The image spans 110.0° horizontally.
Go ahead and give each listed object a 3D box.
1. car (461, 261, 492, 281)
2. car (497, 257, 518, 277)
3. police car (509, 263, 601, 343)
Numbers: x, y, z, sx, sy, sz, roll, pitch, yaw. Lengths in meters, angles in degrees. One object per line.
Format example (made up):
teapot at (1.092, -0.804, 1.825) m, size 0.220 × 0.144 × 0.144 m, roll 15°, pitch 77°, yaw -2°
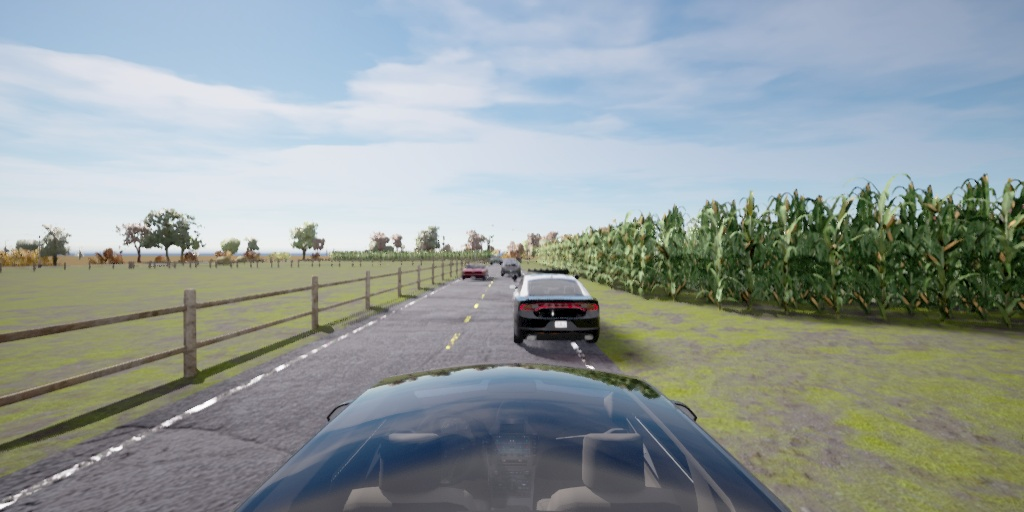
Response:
car at (-2.964, 1.287, 29.309) m, size 1.895 × 1.301 × 4.718 m, roll 0°, pitch 0°, yaw 0°
car at (-0.088, 1.166, 34.693) m, size 2.128 × 1.511 × 4.902 m, roll 0°, pitch 0°, yaw 0°
police car at (0.959, 1.156, 9.731) m, size 1.930 × 1.638 × 5.238 m, roll 0°, pitch 0°, yaw 0°
